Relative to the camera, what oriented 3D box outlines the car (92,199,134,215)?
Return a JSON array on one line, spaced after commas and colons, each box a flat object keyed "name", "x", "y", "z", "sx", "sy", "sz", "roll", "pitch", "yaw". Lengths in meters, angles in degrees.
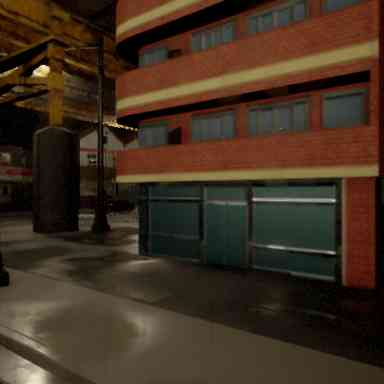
[{"name": "car", "x": -8.165, "y": 1.493, "z": 34.714, "sx": 1.837, "sy": 1.490, "sz": 4.892, "roll": 0, "pitch": 0, "yaw": 35}]
